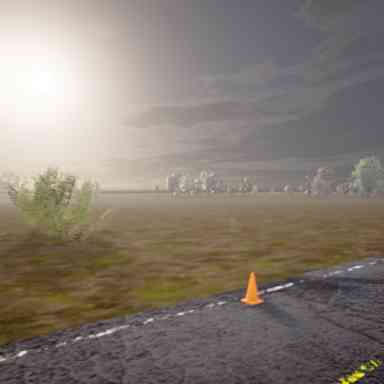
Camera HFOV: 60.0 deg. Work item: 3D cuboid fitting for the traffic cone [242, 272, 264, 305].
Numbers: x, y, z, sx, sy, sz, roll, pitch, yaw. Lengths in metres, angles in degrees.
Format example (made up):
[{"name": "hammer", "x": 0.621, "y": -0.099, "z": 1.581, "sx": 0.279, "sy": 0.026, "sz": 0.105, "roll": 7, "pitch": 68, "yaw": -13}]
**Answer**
[{"name": "traffic cone", "x": 1.260, "y": 1.966, "z": 6.888, "sx": 0.340, "sy": 0.580, "sz": 0.340, "roll": 0, "pitch": 0, "yaw": -36}]
